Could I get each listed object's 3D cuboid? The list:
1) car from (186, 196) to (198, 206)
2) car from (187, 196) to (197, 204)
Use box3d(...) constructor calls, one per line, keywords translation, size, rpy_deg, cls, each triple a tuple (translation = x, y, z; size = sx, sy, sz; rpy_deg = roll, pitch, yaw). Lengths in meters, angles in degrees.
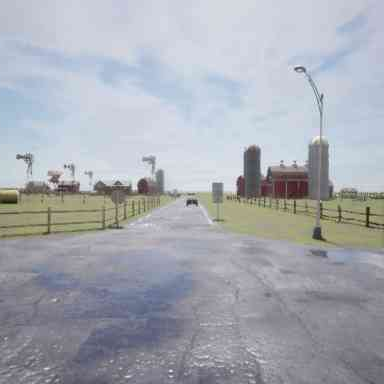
box3d(translation=(0.027, 1.498, 56.782), size=(1.882, 1.535, 5.008), rpy_deg=(0, 0, 0), cls="car")
box3d(translation=(0.032, 1.590, 67.204), size=(1.994, 1.385, 4.181), rpy_deg=(0, 0, 0), cls="car")
